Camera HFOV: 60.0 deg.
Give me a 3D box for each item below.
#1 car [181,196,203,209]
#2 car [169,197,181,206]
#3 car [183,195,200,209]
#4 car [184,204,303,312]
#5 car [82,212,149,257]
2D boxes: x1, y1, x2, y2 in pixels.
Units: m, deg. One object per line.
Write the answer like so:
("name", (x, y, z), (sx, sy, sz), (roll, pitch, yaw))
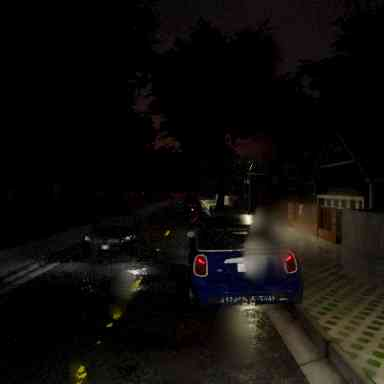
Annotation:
("car", (0.085, 1.530, 35.980), (1.837, 1.490, 4.892), (0, 0, 1))
("car", (-2.662, 1.572, 55.268), (2.033, 1.411, 5.357), (0, 0, 0))
("car", (-0.033, 1.379, 45.943), (2.097, 1.767, 4.553), (0, 0, 2))
("car", (0.942, 1.320, 7.878), (2.097, 1.767, 4.553), (-2, 0, 0))
("car", (-2.828, 1.531, 13.142), (1.812, 1.442, 4.674), (0, 0, 0))
